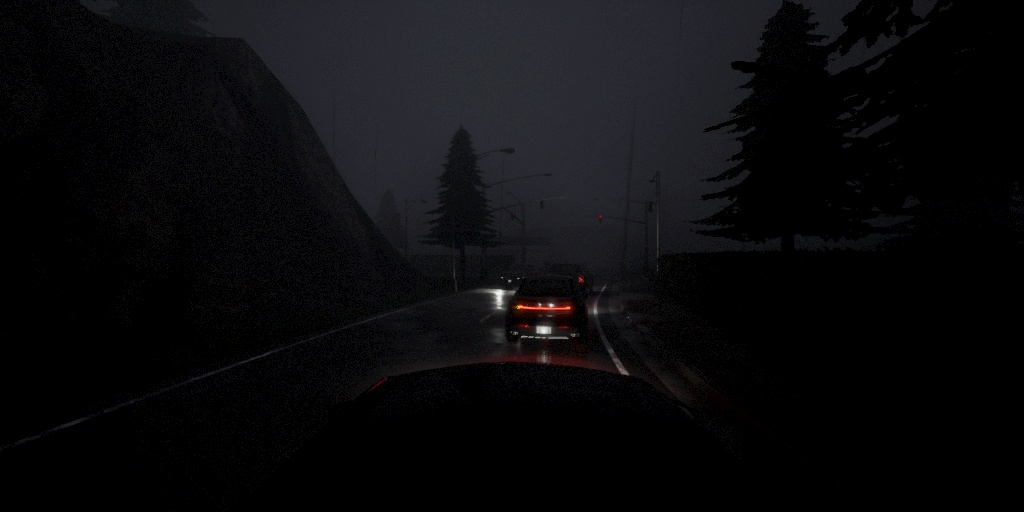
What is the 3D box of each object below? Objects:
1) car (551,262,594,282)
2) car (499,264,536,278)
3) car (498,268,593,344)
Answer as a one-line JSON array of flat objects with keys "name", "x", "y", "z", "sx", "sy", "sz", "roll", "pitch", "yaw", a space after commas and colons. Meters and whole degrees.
[{"name": "car", "x": 3.017, "y": 1.102, "z": 18.583, "sx": 2.097, "sy": 1.767, "sz": 4.553, "roll": 0, "pitch": 0, "yaw": 17}, {"name": "car", "x": 0.585, "y": 1.258, "z": 23.520, "sx": 1.837, "sy": 1.490, "sz": 4.892, "roll": 0, "pitch": -1, "yaw": 18}, {"name": "car", "x": 1.018, "y": 1.255, "z": 9.661, "sx": 1.837, "sy": 1.490, "sz": 4.892, "roll": 0, "pitch": 0, "yaw": 9}]
